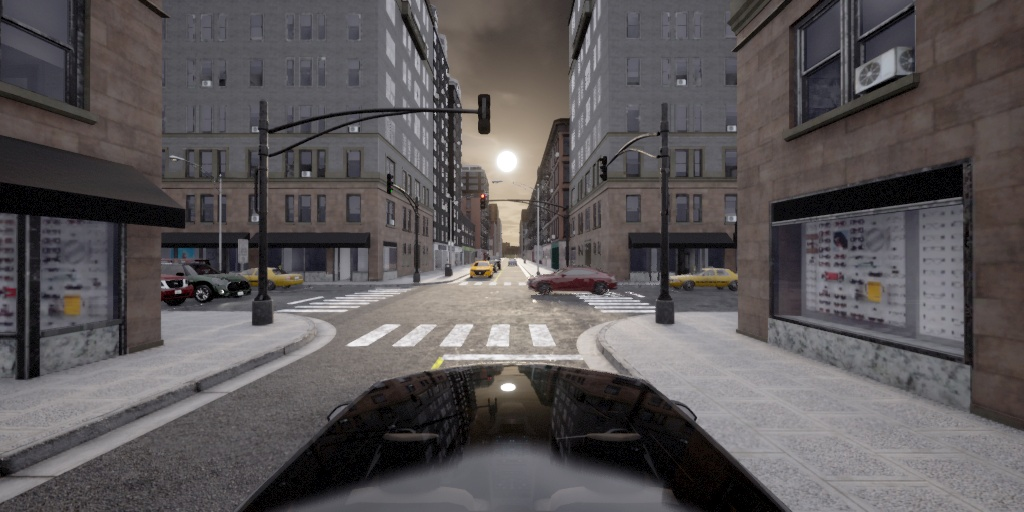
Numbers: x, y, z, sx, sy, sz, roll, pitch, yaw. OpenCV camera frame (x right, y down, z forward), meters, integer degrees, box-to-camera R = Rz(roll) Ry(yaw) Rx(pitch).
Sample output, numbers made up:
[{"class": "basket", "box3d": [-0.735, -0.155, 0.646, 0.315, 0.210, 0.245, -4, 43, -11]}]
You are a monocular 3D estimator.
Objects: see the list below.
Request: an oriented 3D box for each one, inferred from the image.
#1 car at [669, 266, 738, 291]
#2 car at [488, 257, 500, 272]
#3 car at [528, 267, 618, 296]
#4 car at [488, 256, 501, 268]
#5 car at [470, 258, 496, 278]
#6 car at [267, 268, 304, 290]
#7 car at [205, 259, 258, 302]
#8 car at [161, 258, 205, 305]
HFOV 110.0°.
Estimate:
[{"class": "car", "box3d": [11.650, 1.305, 21.471, 4.829, 1.417, 1.751, 0, 0, 0]}, {"class": "car", "box3d": [-2.814, 1.246, 44.258, 1.837, 1.490, 4.892, 0, 0, 0]}, {"class": "car", "box3d": [3.170, 1.285, 18.957, 4.674, 1.442, 1.812, 0, 0, 0]}, {"class": "car", "box3d": [-2.799, 0.955, 54.851, 2.150, 2.045, 5.566, 0, 0, 0]}, {"class": "car", "box3d": [-2.820, 1.223, 33.855, 1.882, 1.535, 5.008, 0, 0, 0]}, {"class": "car", "box3d": [-15.234, 1.280, 21.531, 4.829, 1.417, 1.751, 0, 0, 0]}, {"class": "car", "box3d": [-14.378, 1.084, 16.045, 4.553, 1.767, 2.097, 0, 0, 0]}, {"class": "car", "box3d": [-15.090, 1.035, 13.505, 5.009, 1.841, 2.192, 0, 0, 0]}]
